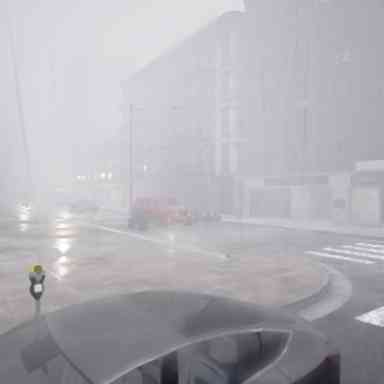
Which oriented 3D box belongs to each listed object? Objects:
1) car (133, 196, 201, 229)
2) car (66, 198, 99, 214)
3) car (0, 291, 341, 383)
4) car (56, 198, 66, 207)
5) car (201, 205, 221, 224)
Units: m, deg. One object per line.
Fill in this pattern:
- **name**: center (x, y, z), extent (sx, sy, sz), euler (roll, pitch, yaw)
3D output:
- **car**: center (-2.071, 1.285, 22.585), extent (2.150, 2.045, 5.566), euler (0, 0, -35)
- **car**: center (-11.782, 1.462, 36.342), extent (2.097, 1.767, 4.553), euler (0, 0, -35)
- **car**: center (-0.707, 1.567, 2.307), extent (4.313, 1.339, 1.947), euler (0, 0, -35)
- **car**: center (-20.507, 1.691, 53.756), extent (1.812, 1.442, 4.674), euler (0, 0, -35)
- **car**: center (-0.089, 1.608, 24.892), extent (2.033, 1.411, 5.357), euler (0, 0, -35)
